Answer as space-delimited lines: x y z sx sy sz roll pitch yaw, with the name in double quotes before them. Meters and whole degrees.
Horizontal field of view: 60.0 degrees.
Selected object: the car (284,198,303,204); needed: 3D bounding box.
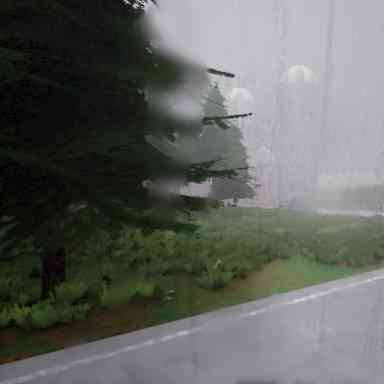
"car" 15.824 1.803 52.727 3.988 1.617 1.851 1 0 -36
